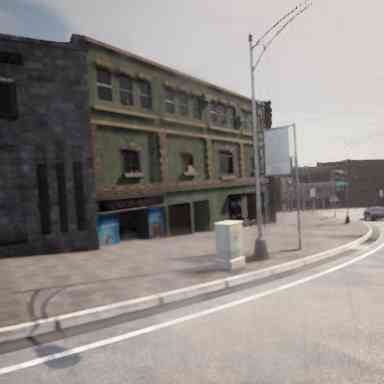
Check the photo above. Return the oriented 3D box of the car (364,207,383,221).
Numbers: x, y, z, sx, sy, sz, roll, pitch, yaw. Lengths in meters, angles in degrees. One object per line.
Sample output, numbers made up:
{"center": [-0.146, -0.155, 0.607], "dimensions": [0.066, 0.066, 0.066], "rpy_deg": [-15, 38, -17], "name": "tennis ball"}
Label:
{"center": [20.514, 2.392, 36.932], "dimensions": [1.837, 1.490, 4.892], "rpy_deg": [-3, -3, 13], "name": "car"}
